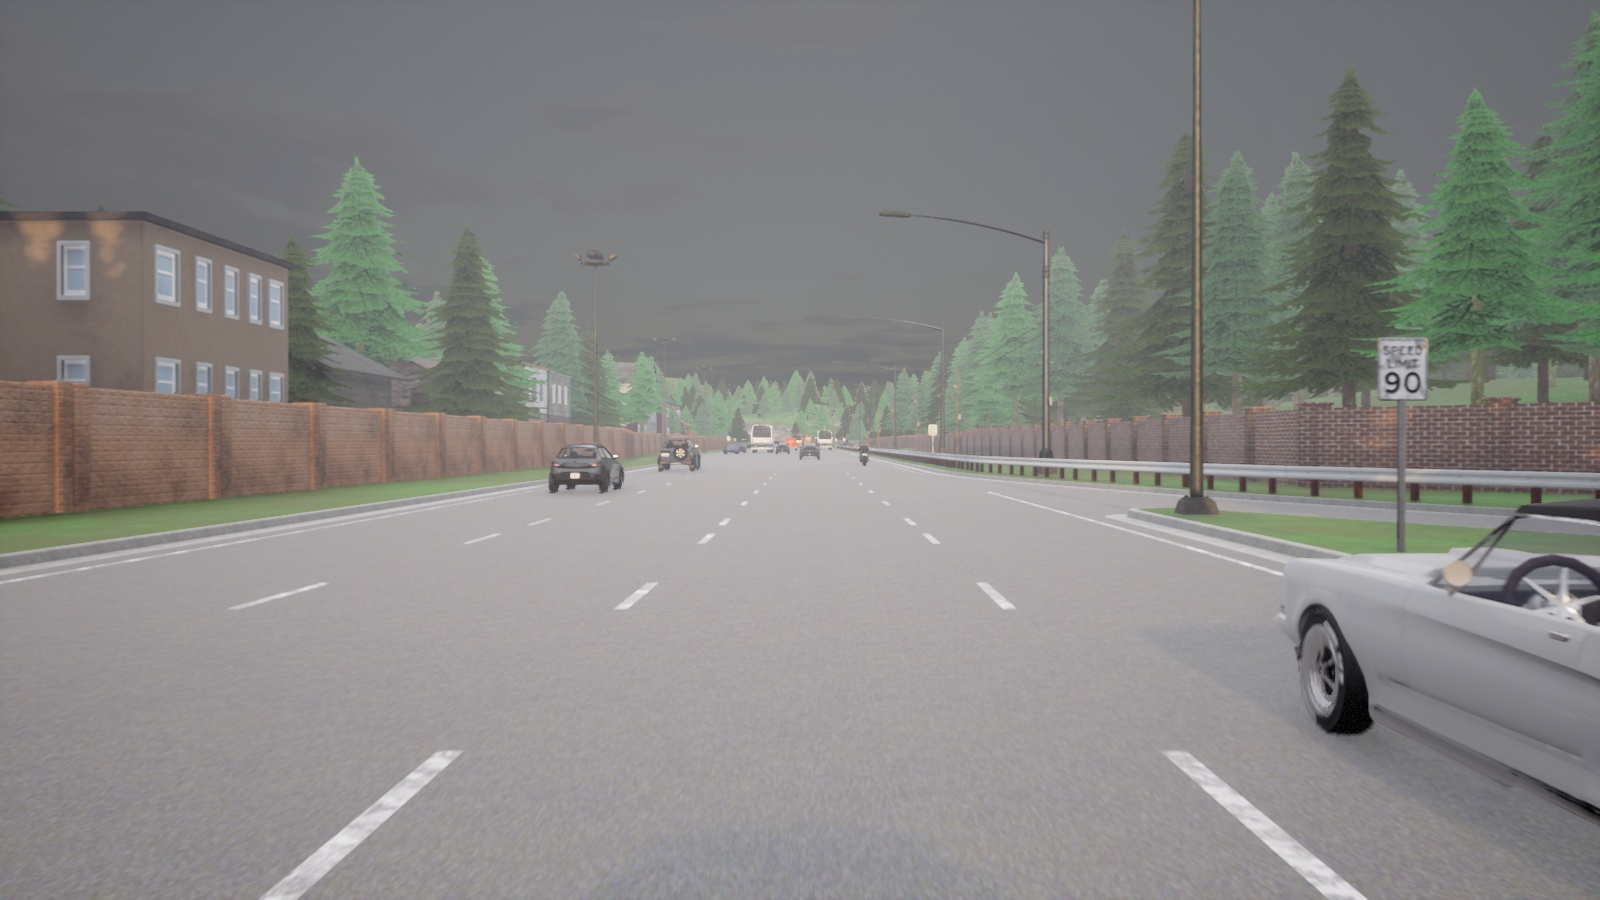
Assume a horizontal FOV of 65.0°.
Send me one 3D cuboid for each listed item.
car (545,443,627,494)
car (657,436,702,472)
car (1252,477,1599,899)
[{"bbox_3d":[-6.579,0.535,39.013,1.816,1.474,4.193,0,0,0],"label":"car"},{"bbox_3d":[-6.407,0.182,67.081,1.932,1.855,4.605,0,1,0],"label":"car"},{"bbox_3d":[3.550,0.822,4.909,1.895,1.301,4.718,0,0,0],"label":"car"}]
